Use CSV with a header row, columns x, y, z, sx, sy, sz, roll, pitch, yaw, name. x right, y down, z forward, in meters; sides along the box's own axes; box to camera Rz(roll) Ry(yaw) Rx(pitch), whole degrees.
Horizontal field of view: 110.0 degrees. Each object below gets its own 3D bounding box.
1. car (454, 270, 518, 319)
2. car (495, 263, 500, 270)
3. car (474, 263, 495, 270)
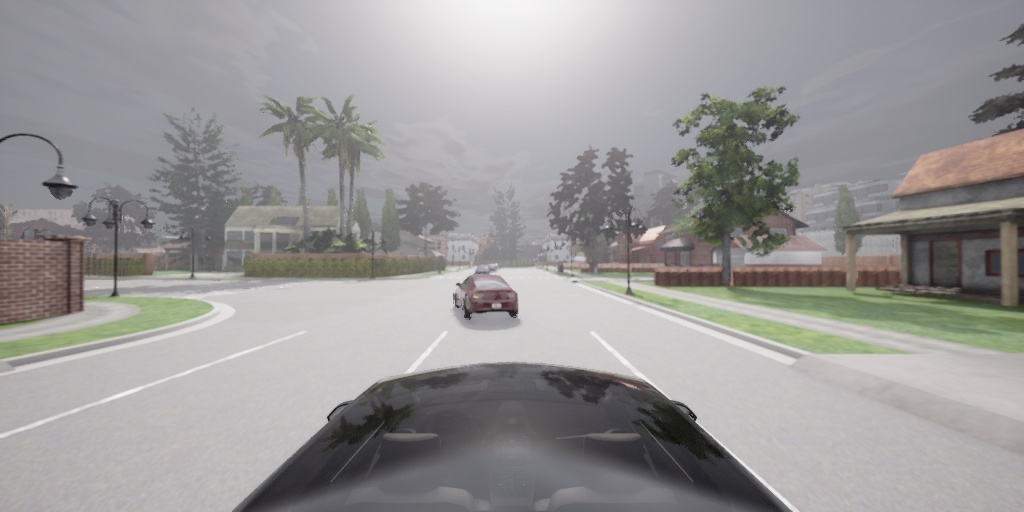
x,y,z,sx,sy,sz,roll,pitch,yaw,name
-1.080,1.426,13.540,1.812,1.442,4.674,0,-1,-15,car
-3.575,2.035,59.693,2.033,1.411,5.357,0,-1,0,car
-3.595,1.847,44.924,2.033,1.411,5.357,0,-1,0,car
